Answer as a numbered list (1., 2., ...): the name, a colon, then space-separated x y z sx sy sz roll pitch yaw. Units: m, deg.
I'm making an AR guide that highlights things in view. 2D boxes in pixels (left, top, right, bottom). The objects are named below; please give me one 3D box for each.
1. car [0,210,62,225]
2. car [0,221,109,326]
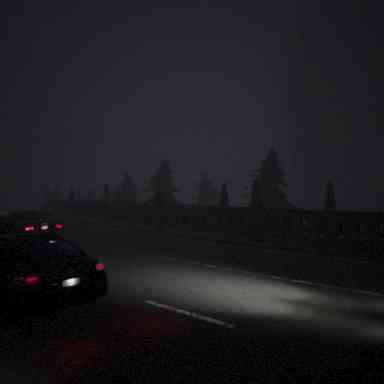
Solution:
1. car: -8.005 1.560 16.036 2.033 1.411 5.357 0 0 -43
2. car: -3.673 1.570 7.197 4.181 1.385 1.994 0 0 40
